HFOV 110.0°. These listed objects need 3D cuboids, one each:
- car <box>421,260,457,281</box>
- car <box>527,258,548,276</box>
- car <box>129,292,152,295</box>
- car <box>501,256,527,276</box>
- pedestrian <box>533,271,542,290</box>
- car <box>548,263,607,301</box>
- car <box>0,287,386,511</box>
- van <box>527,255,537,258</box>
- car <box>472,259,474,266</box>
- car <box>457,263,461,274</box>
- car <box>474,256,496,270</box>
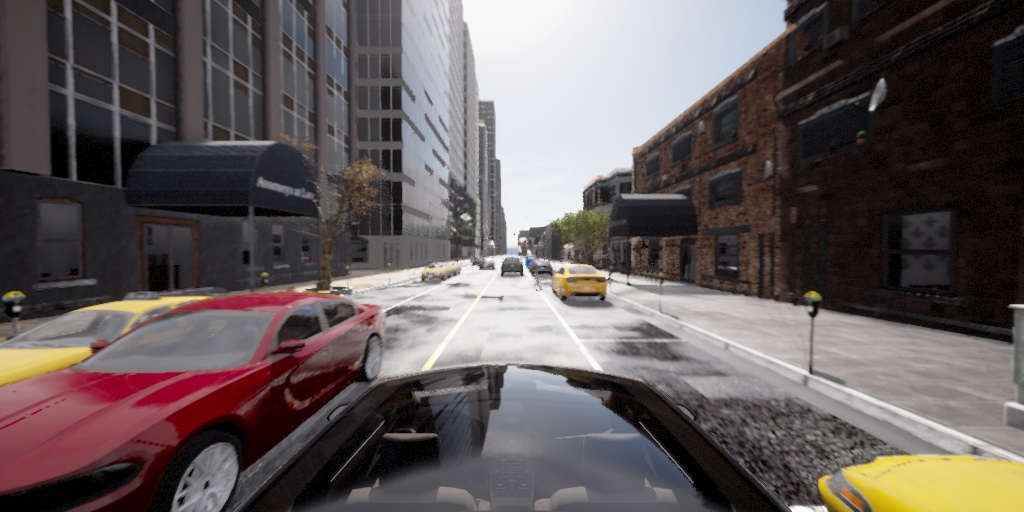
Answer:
[{"bbox_3d":[-5.696,1.093,27.434,1.751,1.417,4.829,0,0,0],"label":"car"},{"bbox_3d":[2.684,1.094,33.128,1.948,1.339,4.313,0,0,0],"label":"car"},{"bbox_3d":[-5.692,1.249,5.296,1.751,1.417,4.829,0,0,0],"label":"car"},{"bbox_3d":[0.030,0.875,33.850,2.097,1.767,4.553,0,0,1],"label":"car"},{"bbox_3d":[1.429,1.297,19.682,0.500,1.100,0.500,-1,1,-2],"label":"pedestrian"},{"bbox_3d":[2.997,1.122,16.739,1.882,1.535,5.008,0,0,0],"label":"car"},{"bbox_3d":[-3.098,1.210,4.183,1.882,1.535,5.008,0,0,0],"label":"car"},{"bbox_3d":[2.681,0.751,49.731,1.690,1.789,3.998,0,0,0],"label":"van"},{"bbox_3d":[-5.702,0.772,60.813,1.967,1.591,4.097,0,0,0],"label":"car"},{"bbox_3d":[-5.697,1.053,32.968,1.751,1.417,4.829,0,0,0],"label":"car"},{"bbox_3d":[-3.079,0.934,44.987,2.128,1.511,4.902,0,1,0],"label":"car"}]
